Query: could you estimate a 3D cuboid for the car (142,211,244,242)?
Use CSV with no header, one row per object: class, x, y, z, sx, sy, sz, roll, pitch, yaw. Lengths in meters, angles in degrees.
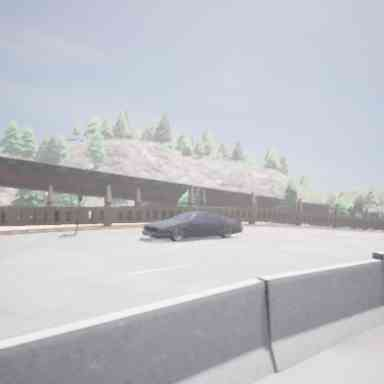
car,0.203,1.687,16.917,5.357,1.411,2.033,2,-1,-36
